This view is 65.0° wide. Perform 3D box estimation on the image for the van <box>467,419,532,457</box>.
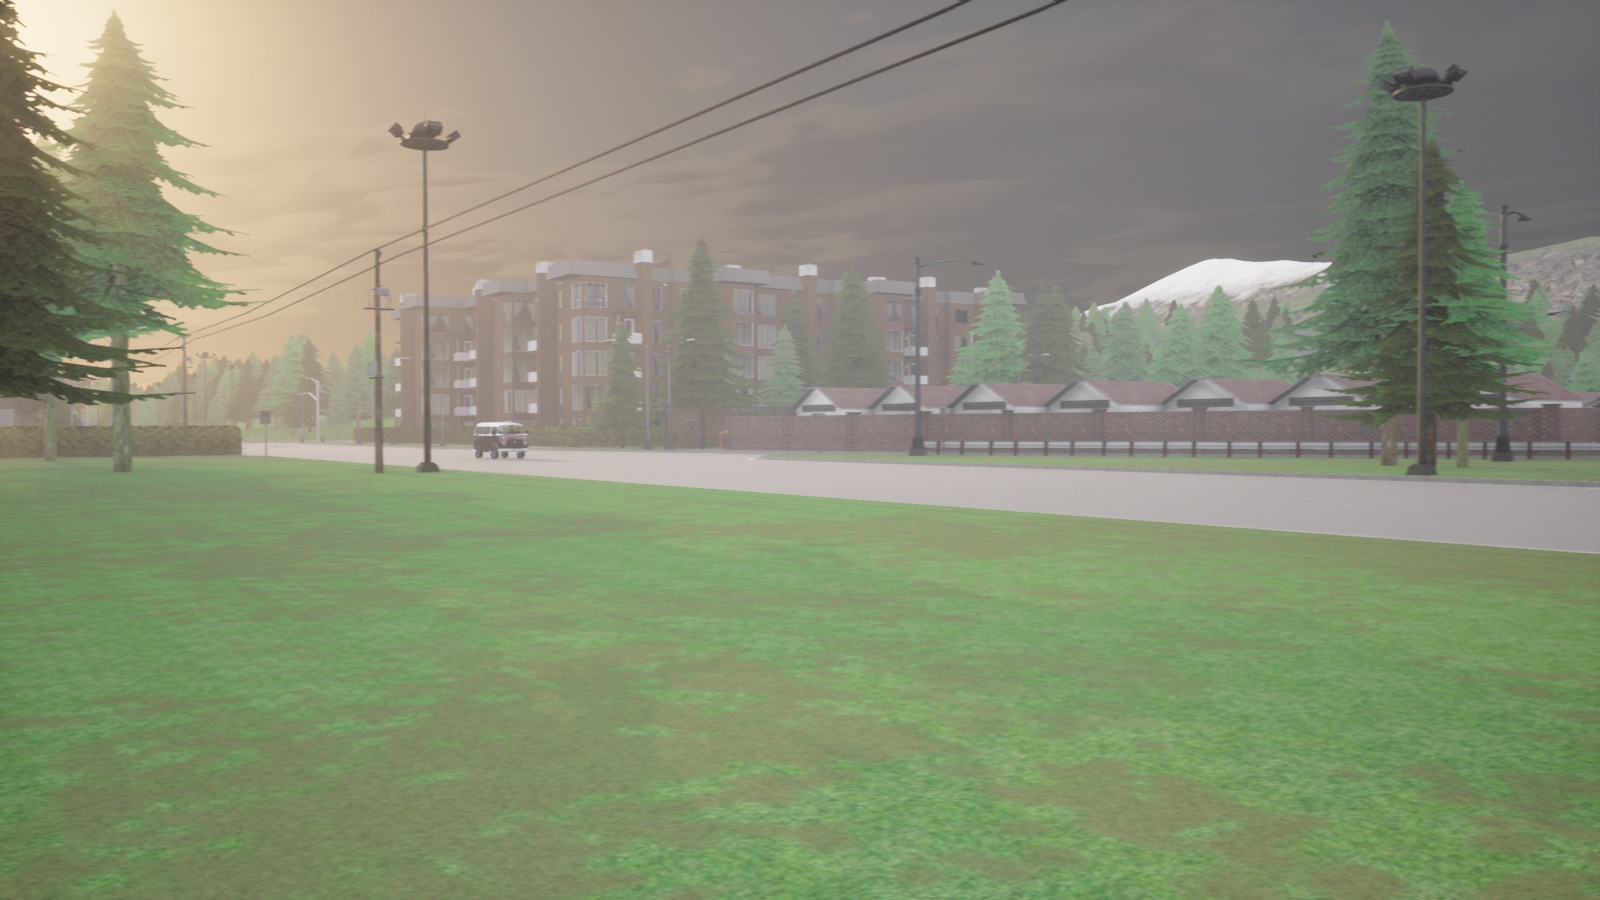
[{"bbox_3d":[-16.611,-0.656,69.240,2.069,2.038,4.480,0,1,-34],"label":"van"}]
